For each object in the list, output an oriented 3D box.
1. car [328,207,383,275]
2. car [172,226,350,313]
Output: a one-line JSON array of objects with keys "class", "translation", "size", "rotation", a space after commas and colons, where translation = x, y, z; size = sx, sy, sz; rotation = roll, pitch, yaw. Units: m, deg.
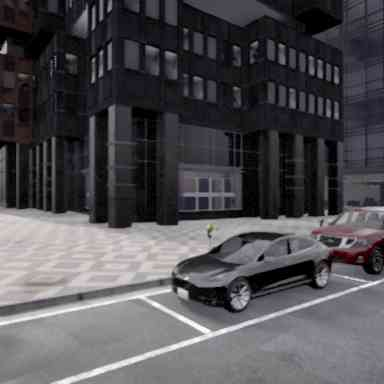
[{"class": "car", "translation": [5.954, 1.435, 11.060], "size": [5.009, 1.841, 2.192], "rotation": [1, -1, -36]}, {"class": "car", "translation": [1.582, 1.642, 7.844], "size": [4.313, 1.339, 1.947], "rotation": [1, -1, -36]}]
